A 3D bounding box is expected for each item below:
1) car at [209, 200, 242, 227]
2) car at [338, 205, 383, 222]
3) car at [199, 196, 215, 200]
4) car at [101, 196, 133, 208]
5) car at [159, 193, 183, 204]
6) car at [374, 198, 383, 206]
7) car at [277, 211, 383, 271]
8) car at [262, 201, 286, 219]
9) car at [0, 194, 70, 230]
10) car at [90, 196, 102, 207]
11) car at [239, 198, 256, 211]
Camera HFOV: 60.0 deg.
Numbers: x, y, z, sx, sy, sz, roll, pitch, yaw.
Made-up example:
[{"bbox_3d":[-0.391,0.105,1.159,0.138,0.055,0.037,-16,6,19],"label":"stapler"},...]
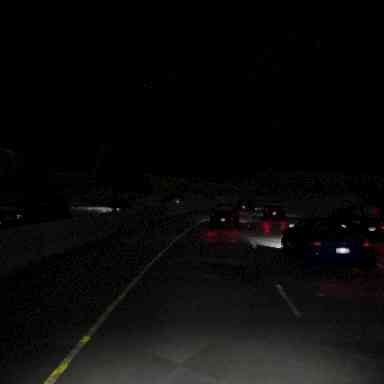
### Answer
[{"bbox_3d":[2.233,1.495,22.320,1.812,1.442,4.674,0,0,9],"label":"car"},{"bbox_3d":[8.535,1.523,17.478,1.812,1.442,4.674,0,0,8],"label":"car"},{"bbox_3d":[2.697,1.400,60.373,2.128,1.511,4.902,0,0,24],"label":"car"},{"bbox_3d":[-10.093,1.370,46.344,1.882,1.535,5.008,0,0,18],"label":"car"},{"bbox_3d":[-3.358,1.119,54.979,2.150,2.045,5.566,0,0,22],"label":"car"},{"bbox_3d":[12.398,1.227,19.731,2.150,2.045,5.566,0,0,9],"label":"car"},{"bbox_3d":[4.268,1.559,11.012,1.994,1.385,4.181,0,0,5],"label":"car"},{"bbox_3d":[6.975,1.500,28.368,1.812,1.442,4.674,0,0,12],"label":"car"},{"bbox_3d":[-9.121,1.162,19.030,2.150,2.045,5.566,0,0,8],"label":"car"},{"bbox_3d":[-12.921,1.357,48.952,1.882,1.535,5.008,0,0,18],"label":"car"},{"bbox_3d":[6.634,1.458,40.583,1.837,1.490,4.892,0,0,17],"label":"car"}]
